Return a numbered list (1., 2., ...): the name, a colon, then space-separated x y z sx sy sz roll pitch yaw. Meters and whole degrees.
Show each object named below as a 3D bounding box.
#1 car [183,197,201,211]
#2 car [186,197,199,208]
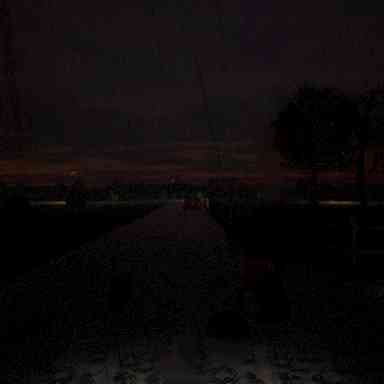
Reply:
1. car: 0.042 1.370 40.598 2.097 1.767 4.553 -1 0 0
2. car: 0.032 1.591 50.501 1.812 1.442 4.674 -1 0 0
